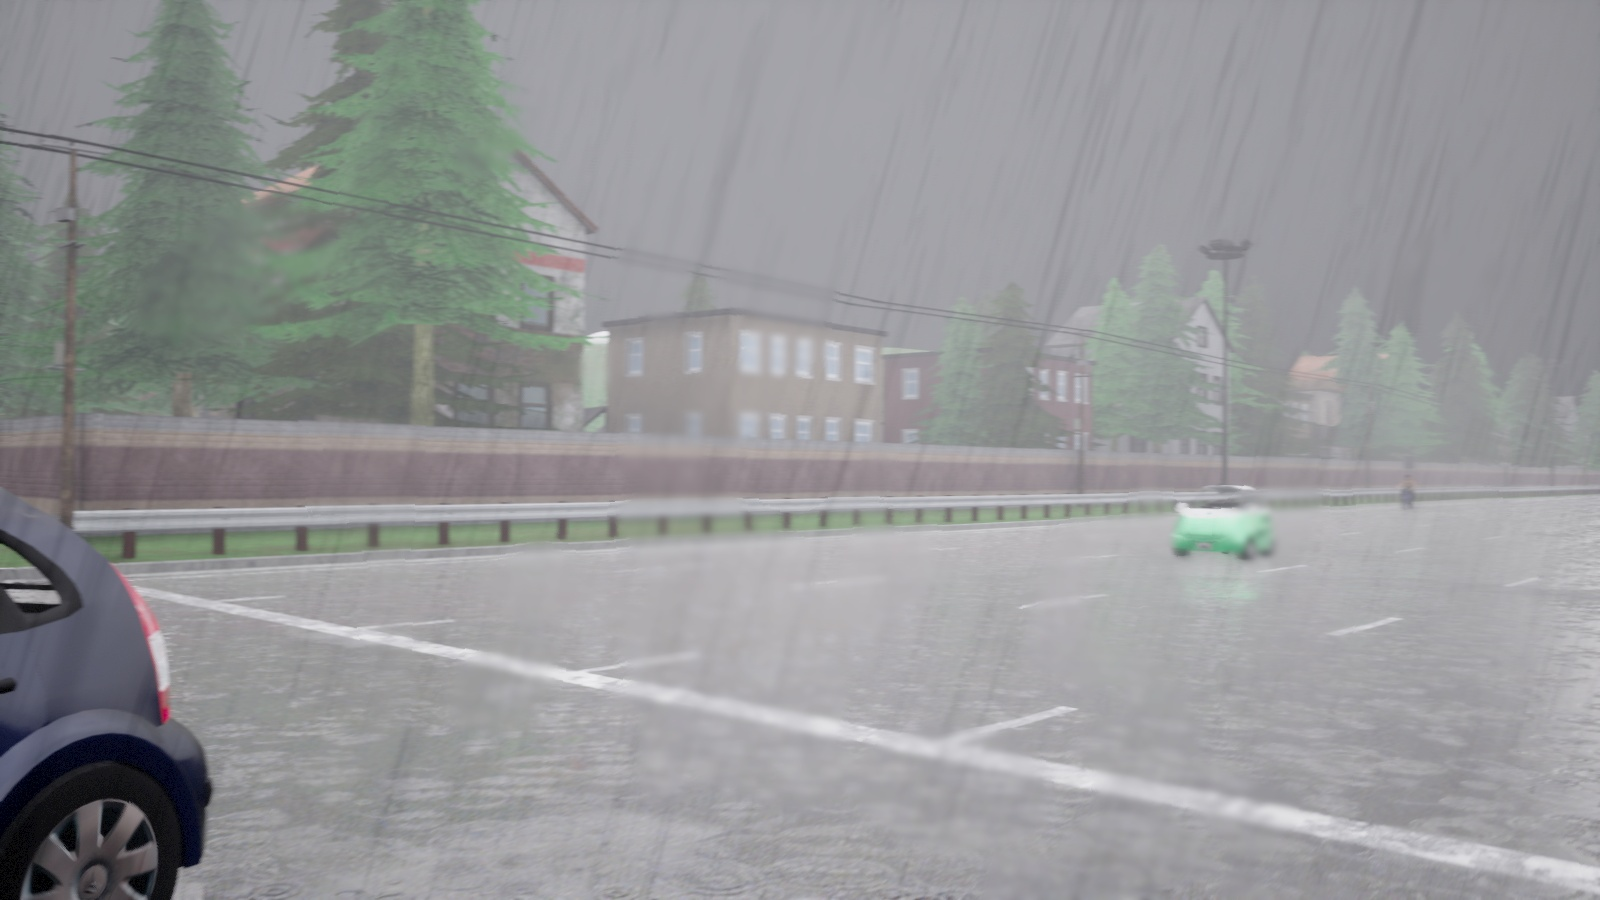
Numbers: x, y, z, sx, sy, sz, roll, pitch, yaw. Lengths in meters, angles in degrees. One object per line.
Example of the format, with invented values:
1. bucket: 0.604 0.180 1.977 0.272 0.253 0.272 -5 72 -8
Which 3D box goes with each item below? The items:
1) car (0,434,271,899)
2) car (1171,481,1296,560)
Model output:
1. car: -3.274 0.755 2.601 1.851 1.617 3.988 0 -1 18
2. car: 8.116 1.274 23.462 1.481 1.376 2.207 -1 -2 41
